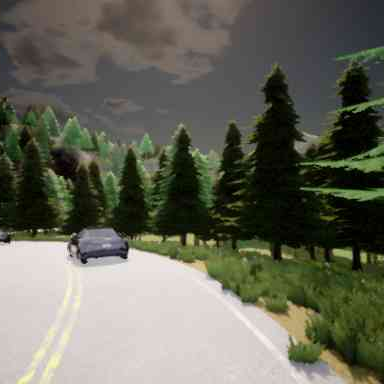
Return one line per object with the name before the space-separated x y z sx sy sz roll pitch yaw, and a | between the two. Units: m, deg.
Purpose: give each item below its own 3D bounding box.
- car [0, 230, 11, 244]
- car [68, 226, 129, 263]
car | -17.056 3.753 27.706 4.181 1.385 1.994 -6 -2 31
car | -4.255 2.223 14.779 1.994 1.385 4.181 -1 -4 -28
